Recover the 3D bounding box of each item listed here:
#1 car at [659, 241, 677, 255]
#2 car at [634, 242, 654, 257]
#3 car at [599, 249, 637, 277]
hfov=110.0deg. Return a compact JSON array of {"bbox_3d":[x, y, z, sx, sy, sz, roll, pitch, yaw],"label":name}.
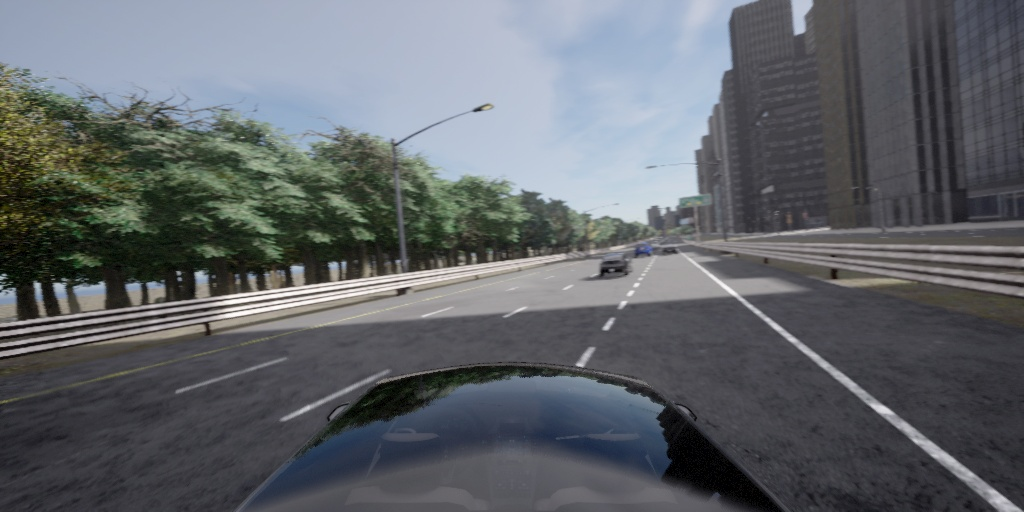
[{"bbox_3d":[23.883,-1.048,54.448,1.882,1.535,5.008,-5,0,23],"label":"car"},{"bbox_3d":[19.454,-0.911,53.288,2.150,2.045,5.566,-5,0,23],"label":"car"},{"bbox_3d":[7.184,0.554,24.652,1.837,1.490,4.892,-5,0,23],"label":"car"}]
